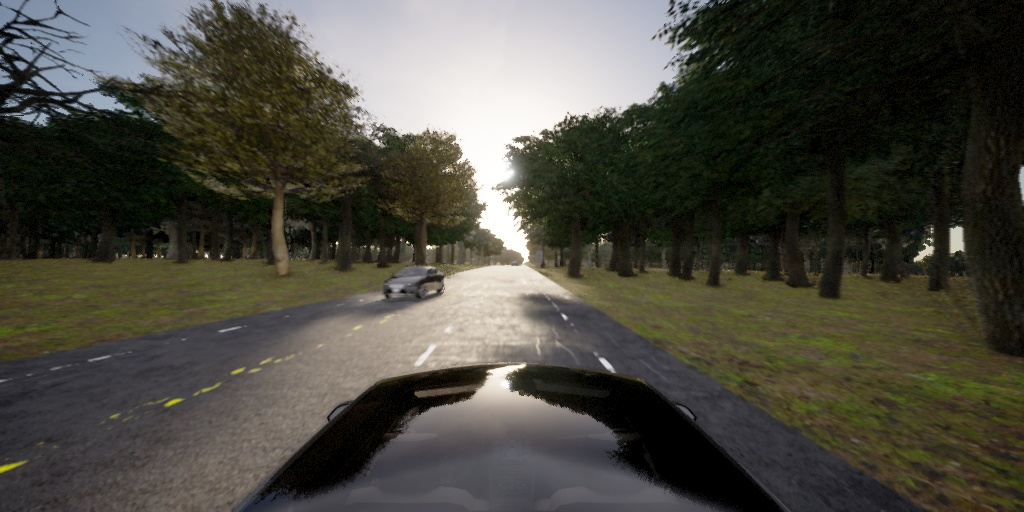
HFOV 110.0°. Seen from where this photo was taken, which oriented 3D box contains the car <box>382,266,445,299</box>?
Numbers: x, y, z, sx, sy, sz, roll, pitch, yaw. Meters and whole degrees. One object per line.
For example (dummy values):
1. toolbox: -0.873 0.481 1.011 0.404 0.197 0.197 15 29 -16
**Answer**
1. car: -4.899 1.282 18.487 2.128 1.511 4.902 0 0 7
